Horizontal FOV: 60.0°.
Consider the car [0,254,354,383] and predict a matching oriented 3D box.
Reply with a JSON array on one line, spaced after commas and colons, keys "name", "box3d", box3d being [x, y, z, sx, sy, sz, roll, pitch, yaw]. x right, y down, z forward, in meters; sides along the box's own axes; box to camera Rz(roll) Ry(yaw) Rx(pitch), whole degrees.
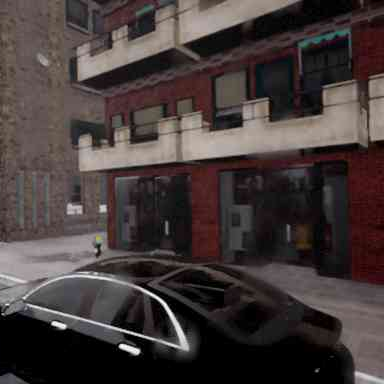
[{"name": "car", "box3d": [-0.781, 1.536, 3.992, 4.892, 1.490, 1.837, -1, 0, 36]}]
